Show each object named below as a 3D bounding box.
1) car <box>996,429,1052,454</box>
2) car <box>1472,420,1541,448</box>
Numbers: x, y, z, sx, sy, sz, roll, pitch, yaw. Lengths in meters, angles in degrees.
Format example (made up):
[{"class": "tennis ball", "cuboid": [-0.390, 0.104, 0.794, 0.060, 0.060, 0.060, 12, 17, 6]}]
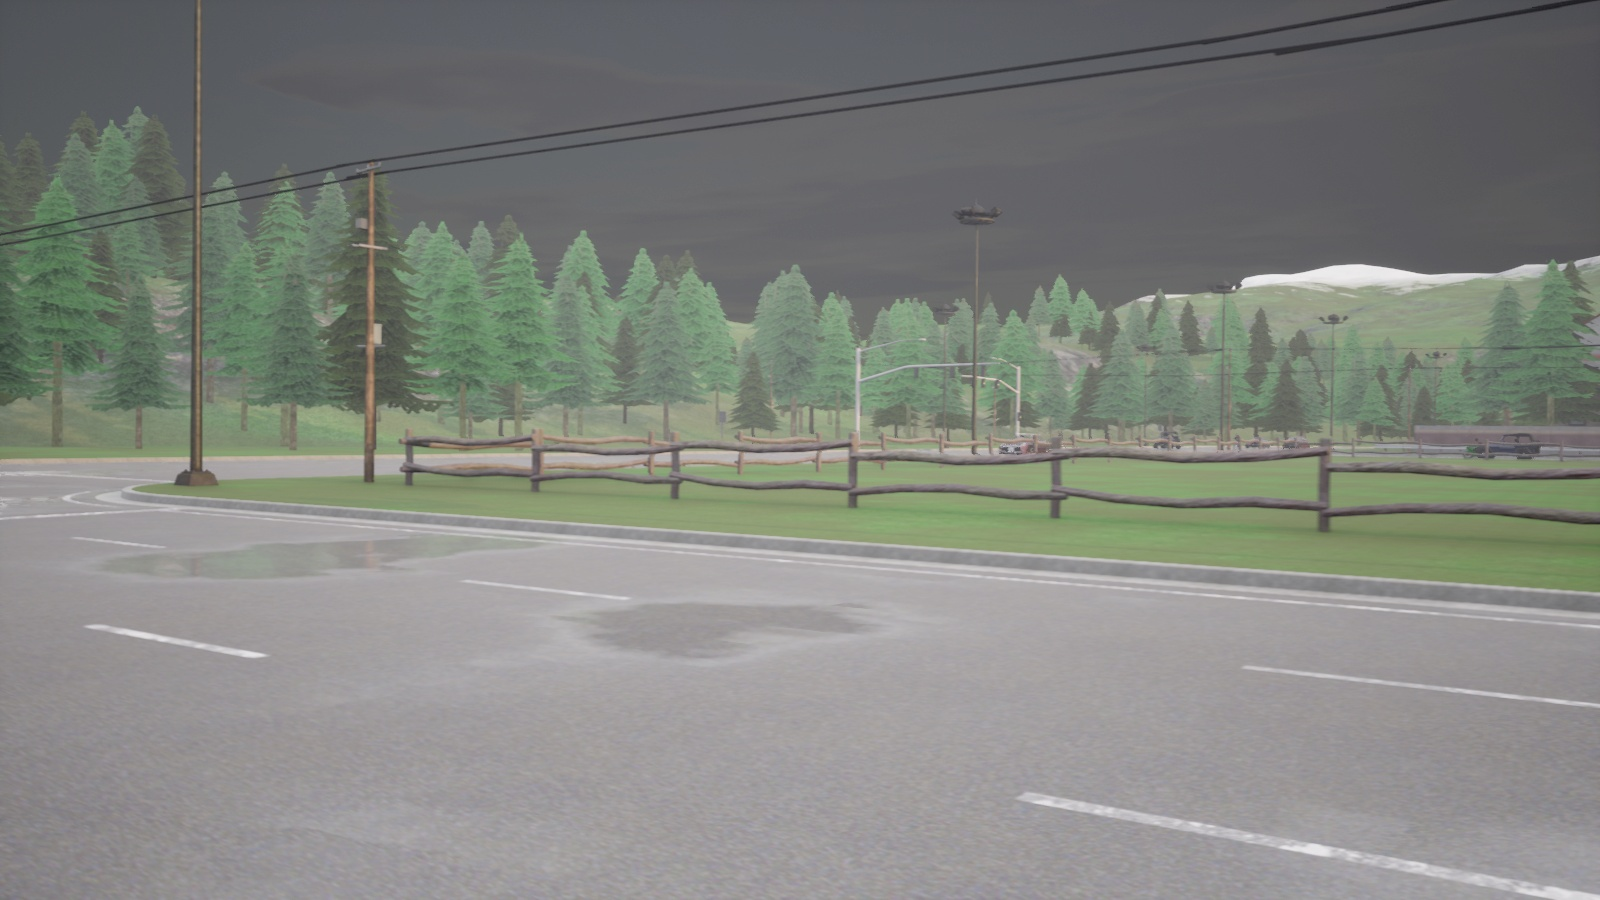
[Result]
[{"class": "car", "cuboid": [13.559, -0.542, 75.862, 1.970, 1.475, 3.806, 0, 1, 35]}, {"class": "car", "cuboid": [47.373, -1.070, 84.221, 3.866, 1.878, 1.905, 0, 1, 34]}]
